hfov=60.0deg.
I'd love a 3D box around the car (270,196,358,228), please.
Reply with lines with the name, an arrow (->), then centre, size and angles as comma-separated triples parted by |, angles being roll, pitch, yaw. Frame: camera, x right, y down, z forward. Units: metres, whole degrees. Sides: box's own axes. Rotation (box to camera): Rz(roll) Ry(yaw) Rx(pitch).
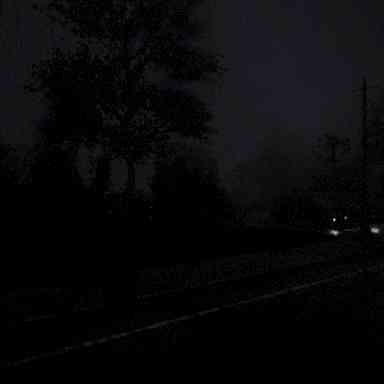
car -> 7.936, 1.285, 22.904 | 2.150, 2.045, 5.566 | 0, -1, -36

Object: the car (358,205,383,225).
car -> 11.401, 1.533, 24.398 | 1.882, 1.535, 5.008 | 0, 0, -40
